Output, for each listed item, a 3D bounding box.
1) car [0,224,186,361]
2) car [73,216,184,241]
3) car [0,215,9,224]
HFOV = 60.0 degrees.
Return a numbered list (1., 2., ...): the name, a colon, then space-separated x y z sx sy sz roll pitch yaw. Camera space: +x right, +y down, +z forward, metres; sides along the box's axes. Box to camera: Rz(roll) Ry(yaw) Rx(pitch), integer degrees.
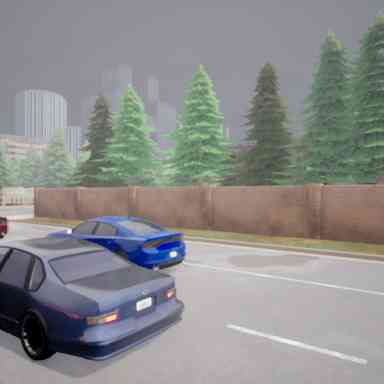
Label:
1. car: -2.691 1.545 5.903 5.357 1.411 2.033 0 0 35
2. car: -2.498 1.474 10.070 5.008 1.535 1.882 0 0 35
3. car: -10.746 1.469 15.945 5.008 1.535 1.882 0 0 35
